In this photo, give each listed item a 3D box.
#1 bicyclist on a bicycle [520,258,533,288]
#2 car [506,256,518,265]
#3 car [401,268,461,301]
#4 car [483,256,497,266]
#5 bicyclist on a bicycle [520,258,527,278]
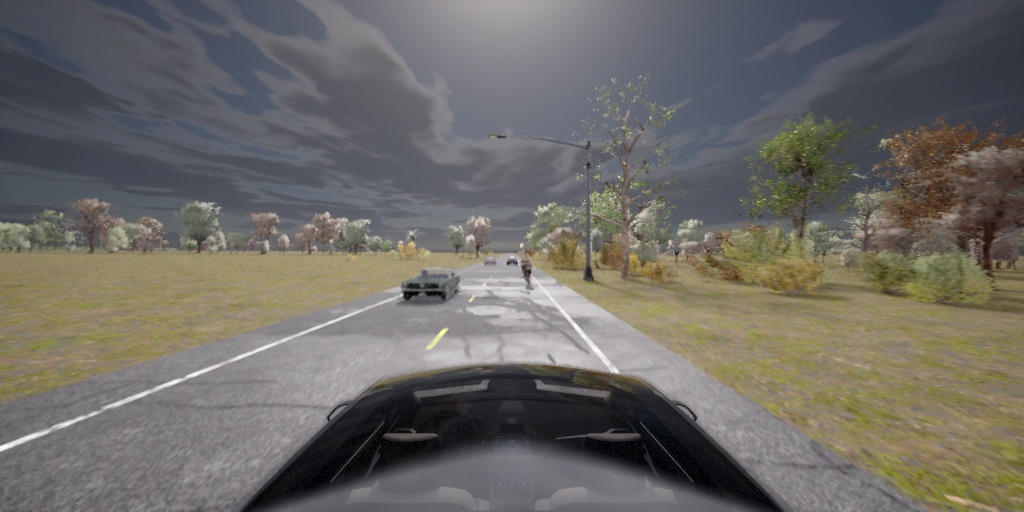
[{"bbox_3d":[0.958,1.043,21.176,0.582,1.620,1.656,0,0,0],"label":"bicyclist on a bicycle"},{"bbox_3d":[0.037,0.868,60.930,1.895,1.301,4.718,0,0,1],"label":"car"},{"bbox_3d":[-3.596,1.228,16.606,1.895,1.301,4.718,0,0,0],"label":"car"},{"bbox_3d":[-3.540,0.808,58.870,1.812,1.442,4.674,0,1,0],"label":"car"},{"bbox_3d":[0.956,0.970,30.139,0.582,1.620,1.656,0,0,0],"label":"bicyclist on a bicycle"}]
